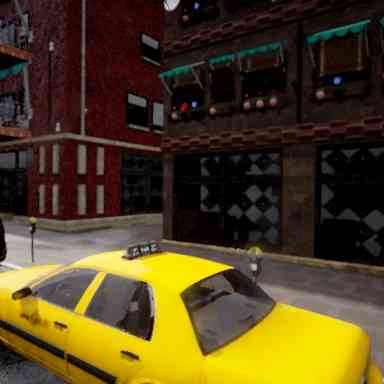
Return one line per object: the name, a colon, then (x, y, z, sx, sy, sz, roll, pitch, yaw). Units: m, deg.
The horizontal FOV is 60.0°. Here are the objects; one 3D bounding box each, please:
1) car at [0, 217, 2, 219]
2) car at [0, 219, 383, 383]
car: (-6.790, 0.900, 7.897, 5.566, 2.045, 2.150, 2, 1, 29)
car: (-0.826, 1.363, 3.988, 5.366, 1.575, 1.801, 2, 1, 35)
